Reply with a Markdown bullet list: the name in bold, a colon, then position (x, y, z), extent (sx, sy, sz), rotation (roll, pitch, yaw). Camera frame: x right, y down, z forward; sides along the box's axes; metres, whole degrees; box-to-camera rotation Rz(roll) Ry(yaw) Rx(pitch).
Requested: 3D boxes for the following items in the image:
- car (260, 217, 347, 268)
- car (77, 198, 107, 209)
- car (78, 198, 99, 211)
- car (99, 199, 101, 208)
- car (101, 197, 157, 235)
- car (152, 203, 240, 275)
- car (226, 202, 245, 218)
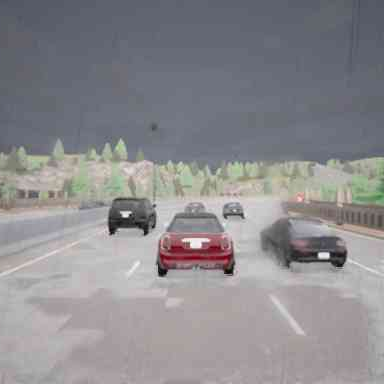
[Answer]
- **car**: position (3.600, 1.574, 11.374), extent (1.812, 1.442, 4.674), rotation (0, 0, 0)
- **car**: position (-14.733, 1.718, 49.274), extent (2.128, 1.511, 4.902), rotation (0, 0, 13)
- **car**: position (-12.592, 1.748, 41.894), extent (1.994, 1.385, 4.181), rotation (0, 0, 9)
- **car**: position (-9.200, 1.724, 41.408), extent (2.033, 1.411, 5.357), rotation (0, 0, 9)
- **car**: position (-3.400, 1.305, 19.689), extent (2.150, 2.045, 5.566), rotation (0, 0, 0)
- **car**: position (0.099, 1.398, 10.741), extent (2.097, 1.767, 4.553), rotation (0, 0, 0)
- **car**: position (3.868, 1.671, 31.154), extent (2.033, 1.411, 5.357), rotation (0, 0, 4)
